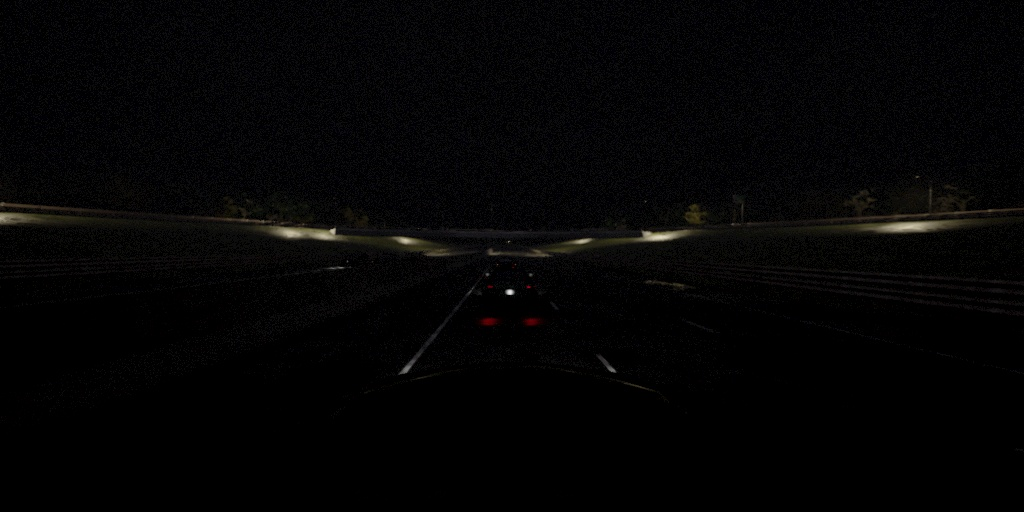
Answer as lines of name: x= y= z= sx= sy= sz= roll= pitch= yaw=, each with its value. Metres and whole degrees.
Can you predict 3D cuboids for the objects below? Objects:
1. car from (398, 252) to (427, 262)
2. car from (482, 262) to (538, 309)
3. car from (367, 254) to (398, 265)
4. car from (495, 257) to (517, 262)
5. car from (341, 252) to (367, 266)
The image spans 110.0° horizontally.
car: x=-11.376 y=0.289 z=42.507 sx=2.033 sy=1.411 sz=5.357 roll=0 pitch=1 yaw=-1
car: x=-0.105 y=1.130 z=13.813 sx=1.994 sy=1.385 sz=4.181 roll=0 pitch=1 yaw=-1
car: x=-14.877 y=0.517 z=42.427 sx=2.033 sy=1.411 sz=5.357 roll=0 pitch=1 yaw=-1
car: x=-0.504 y=0.778 z=31.199 sx=1.812 sy=1.442 sz=4.674 roll=0 pitch=1 yaw=-1
car: x=-18.374 y=0.308 z=42.339 sx=1.837 sy=1.490 sz=4.892 roll=0 pitch=1 yaw=-1
